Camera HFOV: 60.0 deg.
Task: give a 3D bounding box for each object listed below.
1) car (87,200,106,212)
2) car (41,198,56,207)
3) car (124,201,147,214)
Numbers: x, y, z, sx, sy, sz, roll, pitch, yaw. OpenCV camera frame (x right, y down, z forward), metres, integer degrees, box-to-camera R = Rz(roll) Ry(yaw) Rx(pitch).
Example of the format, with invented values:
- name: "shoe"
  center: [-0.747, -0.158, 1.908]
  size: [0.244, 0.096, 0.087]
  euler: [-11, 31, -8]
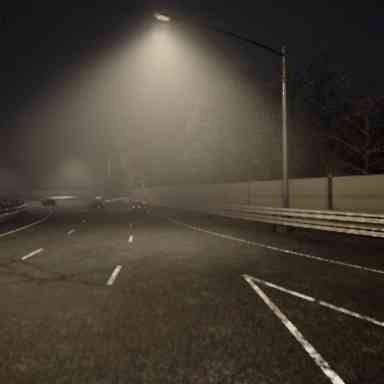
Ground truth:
- name: "car"
  center: [-12.201, 1.712, 42.461]
  size: [1.812, 1.442, 4.674]
  euler: [0, 0, -23]
- name: "car"
  center: [-25.960, 1.871, 60.250]
  size: [1.812, 1.442, 4.674]
  euler: [0, 0, -35]
- name: "car"
  center: [-6.423, 1.672, 37.487]
  size: [2.033, 1.411, 5.357]
  euler: [0, 0, -20]
